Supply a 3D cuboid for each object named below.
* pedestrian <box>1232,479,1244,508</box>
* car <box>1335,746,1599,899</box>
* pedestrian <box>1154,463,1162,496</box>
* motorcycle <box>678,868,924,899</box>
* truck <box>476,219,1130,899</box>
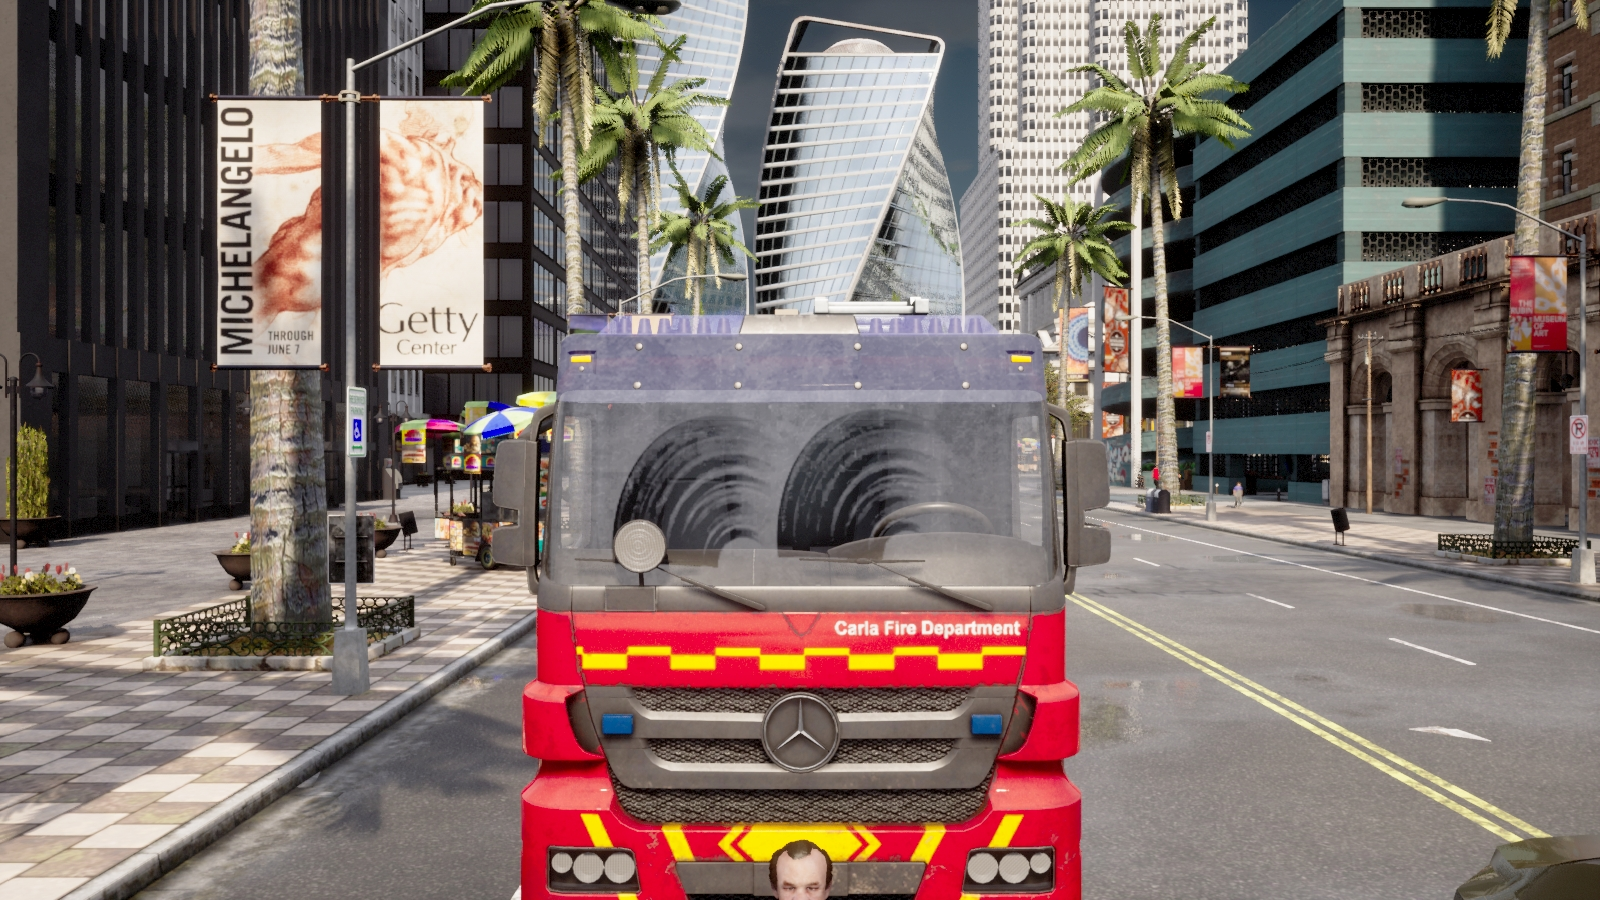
[{"bbox_3d":[19.823,1.976,51.726,0.375,1.300,0.375,0,0,-2],"label":"pedestrian"},{"bbox_3d":[3.504,2.061,2.660,2.231,1.480,4.892,0,0,0],"label":"car"},{"bbox_3d":[20.545,1.698,65.574,0.375,1.860,0.375,0,0,1],"label":"pedestrian"},{"bbox_3d":[0.003,2.182,3.373,0.856,1.236,1.805,0,0,0],"label":"motorcycle"},{"bbox_3d":[0.019,0.890,9.289,2.891,3.827,8.468,0,0,0],"label":"truck"}]
